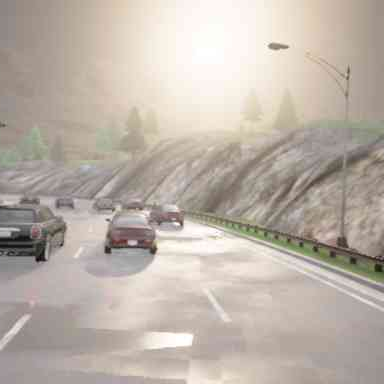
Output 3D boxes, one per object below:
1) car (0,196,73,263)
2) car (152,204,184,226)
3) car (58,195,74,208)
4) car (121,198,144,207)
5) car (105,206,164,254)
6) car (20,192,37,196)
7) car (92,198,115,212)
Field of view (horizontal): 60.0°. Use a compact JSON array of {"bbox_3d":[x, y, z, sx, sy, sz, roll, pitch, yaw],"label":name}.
[{"bbox_3d":[-5.664,1.193,11.406,2.097,1.767,4.553,2,0,-12],"label":"car"},{"bbox_3d":[-1.843,1.623,24.164,1.812,1.442,4.674,3,-1,-17],"label":"car"},{"bbox_3d":[-15.022,1.135,39.007,2.128,1.511,4.902,3,-1,-26],"label":"car"},{"bbox_3d":[-6.830,1.490,37.858,1.837,1.490,4.892,3,0,-23],"label":"car"},{"bbox_3d":[-2.481,1.517,13.346,1.812,1.442,4.674,3,0,-13],"label":"car"},{"bbox_3d":[-18.859,0.830,38.728,2.097,1.767,4.553,3,0,-26],"label":"car"},{"bbox_3d":[-9.485,1.403,35.753,2.033,1.411,5.357,3,0,-24],"label":"car"}]
